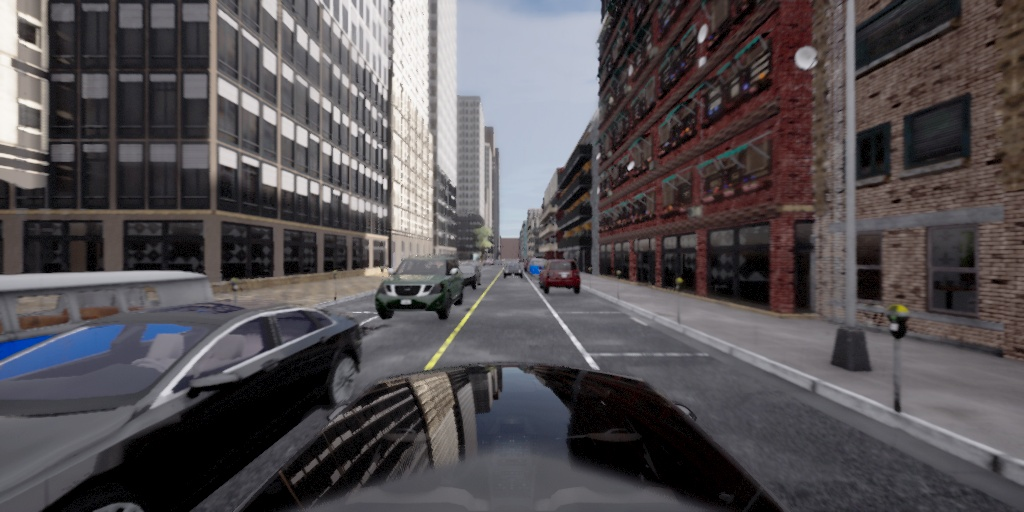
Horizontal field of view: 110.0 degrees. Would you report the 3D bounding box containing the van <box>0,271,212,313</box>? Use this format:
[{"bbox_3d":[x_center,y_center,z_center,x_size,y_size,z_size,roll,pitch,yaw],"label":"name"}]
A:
[{"bbox_3d":[-5.691,1.096,4.245,1.690,1.789,3.998,0,0,0],"label":"van"}]

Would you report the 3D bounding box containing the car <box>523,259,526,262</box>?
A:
[{"bbox_3d":[2.691,1.424,43.102,2.007,1.370,4.403,0,0,0],"label":"car"}]

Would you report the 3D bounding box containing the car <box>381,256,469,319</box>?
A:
[{"bbox_3d":[-3.099,1.003,13.273,2.150,2.045,5.566,0,0,0],"label":"car"}]

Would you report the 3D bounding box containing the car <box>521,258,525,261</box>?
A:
[{"bbox_3d":[2.691,1.207,48.653,2.192,1.841,5.009,0,0,0],"label":"car"}]

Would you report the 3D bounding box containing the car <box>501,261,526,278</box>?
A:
[{"bbox_3d":[0.099,1.448,34.853,1.895,1.301,4.718,0,0,0],"label":"car"}]

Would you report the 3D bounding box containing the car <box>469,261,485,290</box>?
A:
[{"bbox_3d":[-3.086,1.290,23.588,1.882,1.535,5.008,0,0,0],"label":"car"}]

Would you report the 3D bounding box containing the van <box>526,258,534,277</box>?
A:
[{"bbox_3d":[2.690,1.197,37.551,1.690,1.789,3.998,0,0,0],"label":"van"}]

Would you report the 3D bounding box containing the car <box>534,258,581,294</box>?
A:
[{"bbox_3d":[2.690,1.121,20.899,2.192,1.841,5.009,0,0,0],"label":"car"}]

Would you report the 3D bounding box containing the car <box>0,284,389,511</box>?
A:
[{"bbox_3d":[-3.101,1.246,3.349,2.128,1.511,4.902,0,0,0],"label":"car"}]
